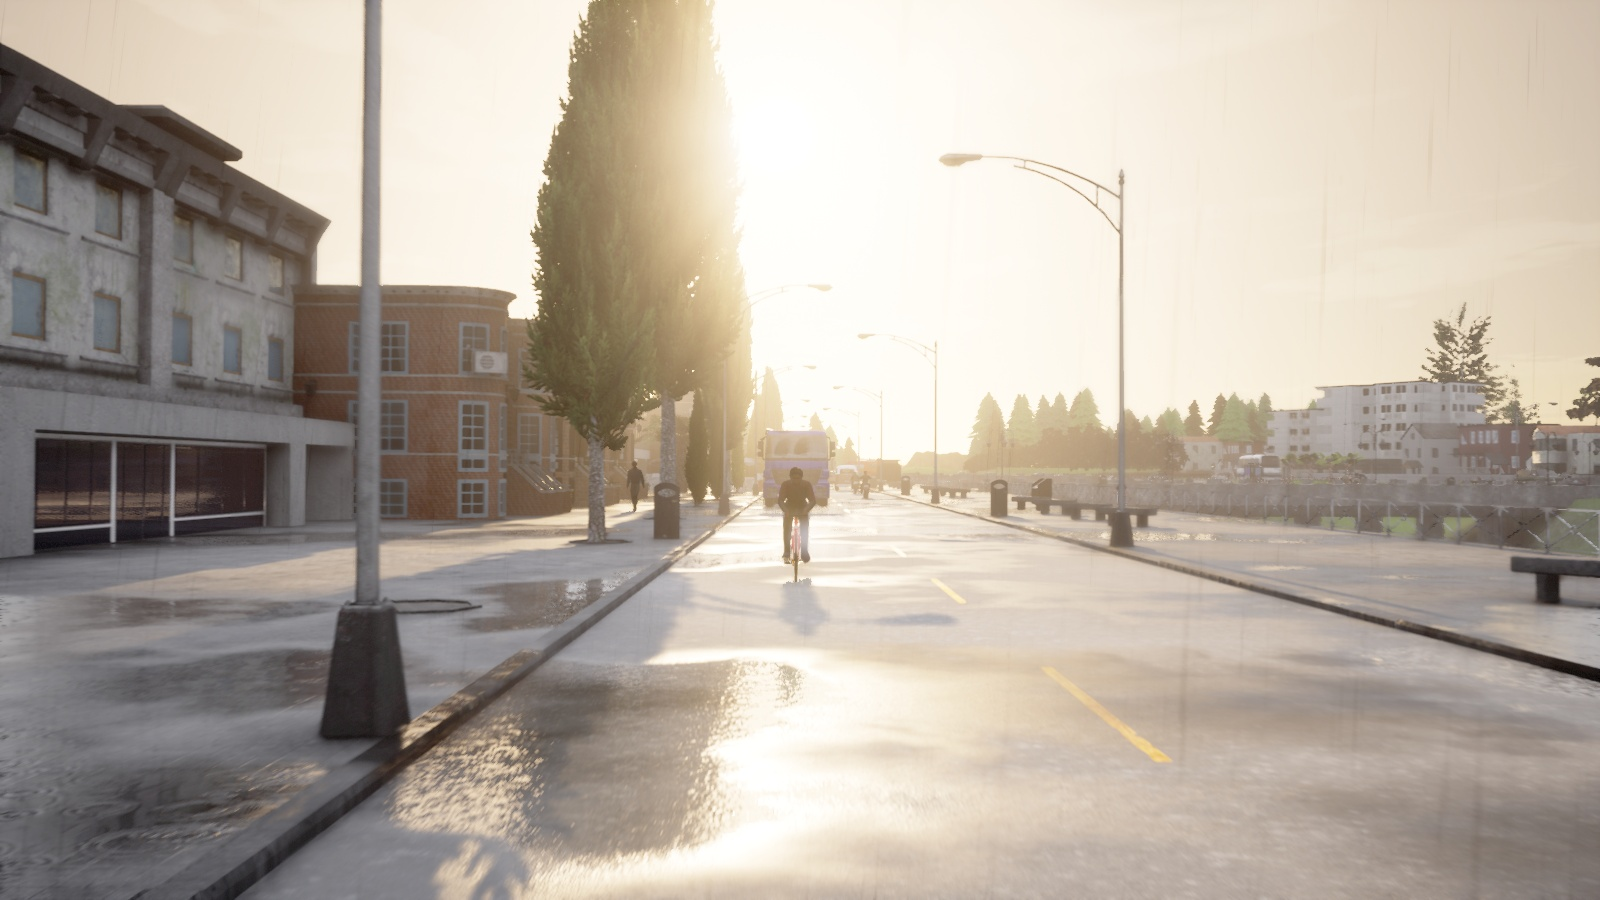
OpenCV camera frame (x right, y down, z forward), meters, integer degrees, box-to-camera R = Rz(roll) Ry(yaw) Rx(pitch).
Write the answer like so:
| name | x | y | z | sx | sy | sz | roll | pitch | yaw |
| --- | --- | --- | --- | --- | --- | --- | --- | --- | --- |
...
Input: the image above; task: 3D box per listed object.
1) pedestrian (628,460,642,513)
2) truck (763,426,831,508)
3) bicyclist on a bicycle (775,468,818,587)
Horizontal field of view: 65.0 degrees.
| name | x | y | z | sx | sy | sz | roll | pitch | yaw |
| --- | --- | --- | --- | --- | --- | --- | --- | --- | --- |
| pedestrian | -5.819 | 1.278 | 44.353 | 0.370 | 1.835 | 0.726 | 0 | -1 | 1 |
| truck | -0.153 | 0.798 | 57.616 | 2.891 | 3.462 | 7.936 | 0 | -1 | 0 |
| bicyclist on a bicycle | -0.047 | 1.070 | 18.050 | 0.582 | 1.620 | 1.656 | 0 | -1 | 0 |
